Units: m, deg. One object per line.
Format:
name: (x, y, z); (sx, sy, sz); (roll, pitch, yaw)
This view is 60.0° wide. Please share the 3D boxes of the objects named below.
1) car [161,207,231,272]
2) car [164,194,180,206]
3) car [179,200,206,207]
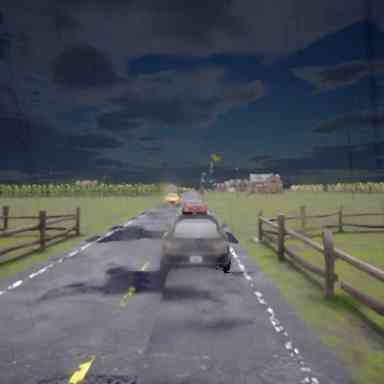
car: (0.126, 1.403, 10.196); (1.812, 1.442, 4.674); (0, 1, 1)
car: (-2.631, 0.977, 43.978); (1.882, 1.535, 5.008); (0, 1, 0)
car: (0.206, 1.292, 26.582); (1.895, 1.301, 4.718); (0, 1, 0)
